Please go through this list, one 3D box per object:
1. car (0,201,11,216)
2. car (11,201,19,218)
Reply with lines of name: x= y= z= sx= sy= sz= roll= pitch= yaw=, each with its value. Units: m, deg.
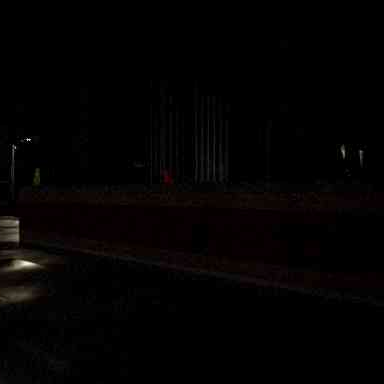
car: x=-16.407 y=1.547 z=29.086 sx=2.128 sy=1.511 sz=4.902 roll=0 pitch=0 yaw=37
car: x=-12.249 y=1.603 z=28.808 sx=2.033 sy=1.411 sz=5.357 roll=0 pitch=0 yaw=37
